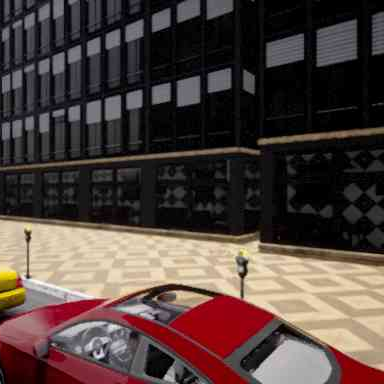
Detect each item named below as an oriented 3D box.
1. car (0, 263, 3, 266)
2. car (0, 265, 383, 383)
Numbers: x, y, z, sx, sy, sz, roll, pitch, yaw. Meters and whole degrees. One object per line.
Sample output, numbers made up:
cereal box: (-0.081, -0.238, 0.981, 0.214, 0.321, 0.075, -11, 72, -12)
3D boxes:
car: (-5.160, 1.530, 6.562, 4.829, 1.417, 1.752, 0, 0, 36)
car: (-0.386, 1.583, 3.151, 4.206, 1.307, 1.802, 0, 0, 36)
